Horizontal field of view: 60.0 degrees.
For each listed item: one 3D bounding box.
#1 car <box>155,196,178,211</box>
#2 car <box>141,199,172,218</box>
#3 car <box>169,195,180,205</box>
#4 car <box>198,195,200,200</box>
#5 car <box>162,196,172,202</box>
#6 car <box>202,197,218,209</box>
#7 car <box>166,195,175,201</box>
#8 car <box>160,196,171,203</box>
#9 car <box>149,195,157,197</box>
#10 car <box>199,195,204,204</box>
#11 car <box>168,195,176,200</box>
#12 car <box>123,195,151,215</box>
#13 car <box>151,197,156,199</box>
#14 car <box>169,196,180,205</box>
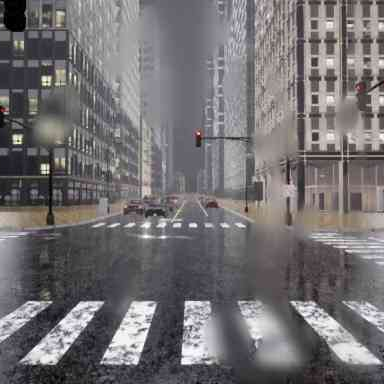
[{"bbox_3d":[-3.132,1.563,39.879,2.033,1.411,5.357,0,0,0],"label":"car"},{"bbox_3d":[-3.127,1.612,30.313,1.895,1.301,4.718,0,0,0],"label":"car"},{"bbox_3d":[-3.136,1.370,49.514,2.097,1.767,4.553,0,0,0],"label":"car"},{"bbox_3d":[2.646,1.590,61.770,1.947,1.339,4.313,1,0,0],"label":"car"},{"bbox_3d":[-5.749,1.582,78.418,2.008,1.369,4.403,1,0,0],"label":"car"},{"bbox_3d":[2.661,1.599,45.037,1.802,1.307,4.206,1,0,0],"label":"car"},{"bbox_3d":[-5.759,1.587,89.568,2.008,1.369,4.403,1,0,0],"label":"car"},{"bbox_3d":[-5.744,1.573,72.843,1.887,1.381,4.507,1,0,0],"label":"car"},{"bbox_3d":[-5.713,1.332,44.967,2.192,1.841,5.009,1,0,0],"label":"car"},{"bbox_3d":[2.653,1.547,56.362,1.752,1.417,4.829,1,0,0],"label":"car"},{"bbox_3d":[-5.765,1.605,95.144,1.947,1.339,4.313,1,0,0],"label":"car"},{"bbox_3d":[-5.705,1.453,33.817,1.967,1.590,4.097,1,0,0],"label":"car"},{"bbox_3d":[-5.714,1.597,39.392,1.802,1.307,4.206,1,0,0],"label":"car"},{"bbox_3d":[-3.103,1.528,59.809,1.837,1.490,4.892,0,0,1],"label":"car"}]
